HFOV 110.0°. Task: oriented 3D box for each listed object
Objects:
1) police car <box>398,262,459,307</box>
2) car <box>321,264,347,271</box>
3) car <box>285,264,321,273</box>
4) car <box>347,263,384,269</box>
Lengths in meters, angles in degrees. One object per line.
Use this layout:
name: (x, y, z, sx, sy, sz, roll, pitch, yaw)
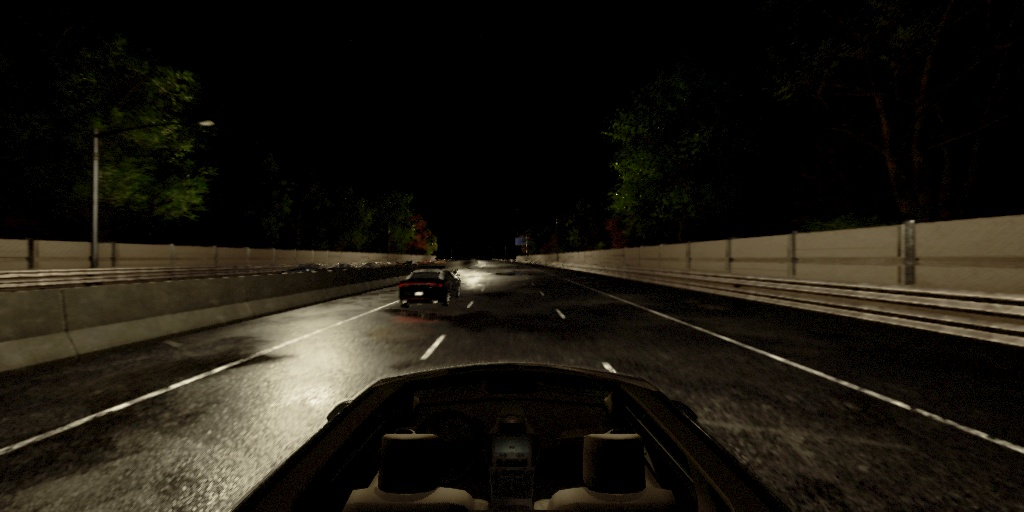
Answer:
police car: (-3.556, 1.259, 16.205, 1.930, 1.638, 5.238, 0, 0, 0)
car: (-17.903, 1.572, 38.050, 1.994, 1.385, 4.181, 0, 0, -1)
car: (-21.385, 1.557, 37.464, 2.033, 1.411, 5.357, 0, 0, -1)
car: (-14.385, 1.484, 36.474, 2.128, 1.511, 4.902, 0, 0, -1)
